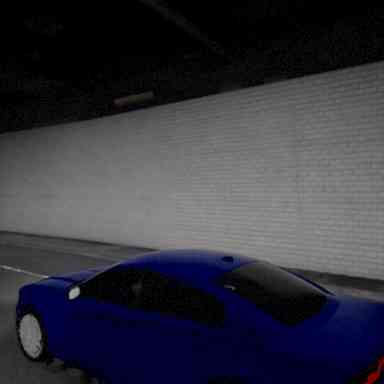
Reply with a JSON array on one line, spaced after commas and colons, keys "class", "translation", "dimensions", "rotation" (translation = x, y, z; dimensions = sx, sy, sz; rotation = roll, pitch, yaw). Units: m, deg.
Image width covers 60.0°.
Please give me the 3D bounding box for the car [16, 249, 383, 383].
[{"class": "car", "translation": [-0.273, 1.478, 4.185], "dimensions": [5.008, 1.535, 1.882], "rotation": [0, 0, 35]}]
